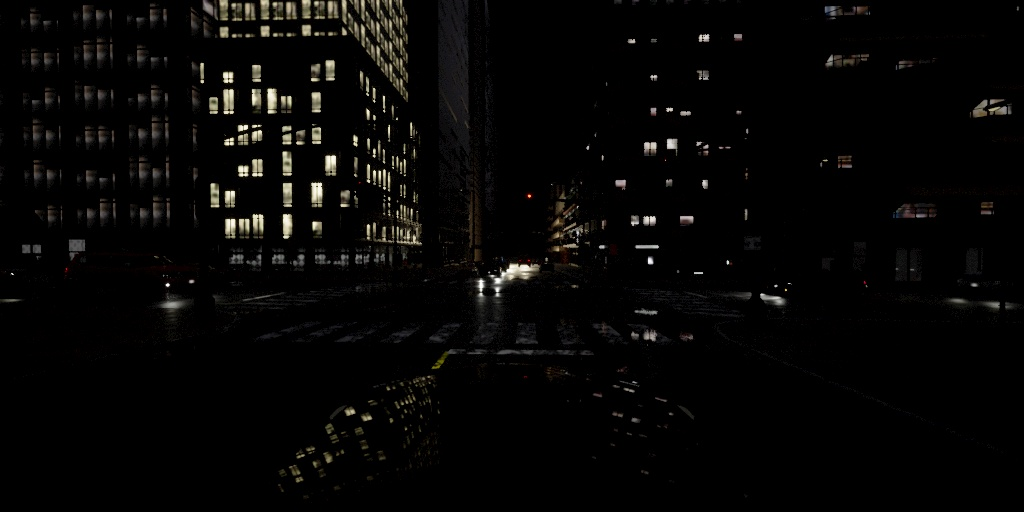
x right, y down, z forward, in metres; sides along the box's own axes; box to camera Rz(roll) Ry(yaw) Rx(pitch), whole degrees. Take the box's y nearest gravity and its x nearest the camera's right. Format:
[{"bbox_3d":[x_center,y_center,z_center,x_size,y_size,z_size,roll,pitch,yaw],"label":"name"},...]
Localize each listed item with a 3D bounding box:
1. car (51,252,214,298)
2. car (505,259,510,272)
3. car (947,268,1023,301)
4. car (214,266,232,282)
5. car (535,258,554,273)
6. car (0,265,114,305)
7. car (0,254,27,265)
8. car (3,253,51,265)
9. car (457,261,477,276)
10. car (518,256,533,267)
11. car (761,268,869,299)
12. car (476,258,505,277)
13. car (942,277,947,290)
[{"bbox_3d":[-18.152,0.847,17.356,5.566,2.045,2.150,1,1,3],"label":"car"},{"bbox_3d":[-1.635,1.303,44.650,1.994,1.385,4.181,0,0,2],"label":"car"},{"bbox_3d":[26.672,1.171,18.378,5.566,2.045,2.150,0,1,3],"label":"car"},{"bbox_3d":[-20.961,1.030,23.269,4.829,1.417,1.751,0,0,3],"label":"car"},{"bbox_3d":[4.071,1.290,42.388,2.007,1.370,4.403,0,0,2],"label":"car"},{"bbox_3d":[-19.869,1.205,14.893,4.403,1.370,2.007,0,0,3],"label":"car"},{"bbox_3d":[-27.860,0.893,17.830,4.553,1.767,2.097,0,1,3],"label":"car"},{"bbox_3d":[-32.893,0.713,23.886,5.009,1.841,2.192,0,0,3],"label":"car"},{"bbox_3d":[-4.505,1.266,36.856,1.751,1.417,4.829,0,0,2],"label":"car"},{"bbox_3d":[2.208,0.957,63.500,2.150,2.045,5.566,0,0,2],"label":"car"},{"bbox_3d":[15.981,1.425,18.905,4.181,1.385,1.994,0,1,3],"label":"car"},{"bbox_3d":[-1.984,1.246,34.753,1.837,1.490,4.892,0,0,2],"label":"car"},{"bbox_3d":[28.028,1.462,20.921,4.507,1.381,1.888,0,0,3],"label":"car"}]
